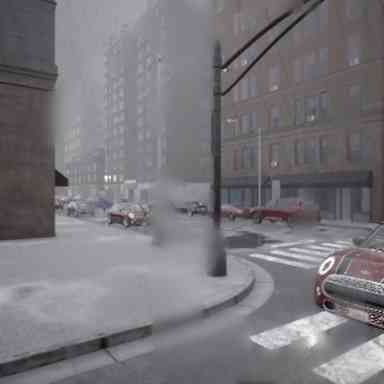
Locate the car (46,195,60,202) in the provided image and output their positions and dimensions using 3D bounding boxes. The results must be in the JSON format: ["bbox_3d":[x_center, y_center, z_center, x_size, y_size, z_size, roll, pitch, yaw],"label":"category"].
[{"bbox_3d":[-31.985,1.457,76.453,2.008,1.369,4.403,0,0,-35],"label":"car"}]

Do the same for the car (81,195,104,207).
[{"bbox_3d":[-12.655,1.431,44.144,1.882,1.535,5.008,0,0,-35],"label":"car"}]

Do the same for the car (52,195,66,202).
[{"bbox_3d":[-28.809,1.464,71.933,2.008,1.369,4.403,0,0,-35],"label":"car"}]

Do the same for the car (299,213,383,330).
[{"bbox_3d":[4.461,1.348,6.556,4.553,1.767,2.097,0,0,-35],"label":"car"}]

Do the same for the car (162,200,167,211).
[{"bbox_3d":[-3.405,1.516,35.778,2.008,1.369,4.403,0,0,-35],"label":"car"}]

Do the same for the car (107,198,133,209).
[{"bbox_3d":[-9.756,1.519,44.817,1.947,1.339,4.313,0,0,-35],"label":"car"}]

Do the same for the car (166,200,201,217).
[{"bbox_3d":[-0.229,1.537,31.257,1.947,1.339,4.313,0,0,-35],"label":"car"}]

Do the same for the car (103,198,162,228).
[{"bbox_3d":[-4.015,1.423,21.815,1.967,1.590,4.097,0,0,-35],"label":"car"}]

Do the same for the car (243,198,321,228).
[{"bbox_3d":[6.122,1.296,22.218,2.192,1.841,5.009,0,0,-35],"label":"car"}]

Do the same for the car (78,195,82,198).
[{"bbox_3d":[-19.891,1.284,59.684,2.097,1.767,4.553,0,0,-35],"label":"car"}]

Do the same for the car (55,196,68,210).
[{"bbox_3d":[-16.721,1.504,39.899,1.887,1.381,4.507,0,0,-35],"label":"car"}]

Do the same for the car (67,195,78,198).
[{"bbox_3d":[-21.523,1.461,56.760,1.812,1.442,4.674,0,0,-35],"label":"car"}]

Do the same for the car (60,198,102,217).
[{"bbox_3d":[-10.368,1.522,30.857,2.008,1.369,4.403,0,0,-35],"label":"car"}]

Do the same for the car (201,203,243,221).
[{"bbox_3d":[2.947,1.558,26.738,1.802,1.307,4.206,0,0,-35],"label":"car"}]

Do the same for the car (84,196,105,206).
[{"bbox_3d":[-15.857,1.444,53.999,1.837,1.490,4.892,0,0,-35],"label":"car"}]
